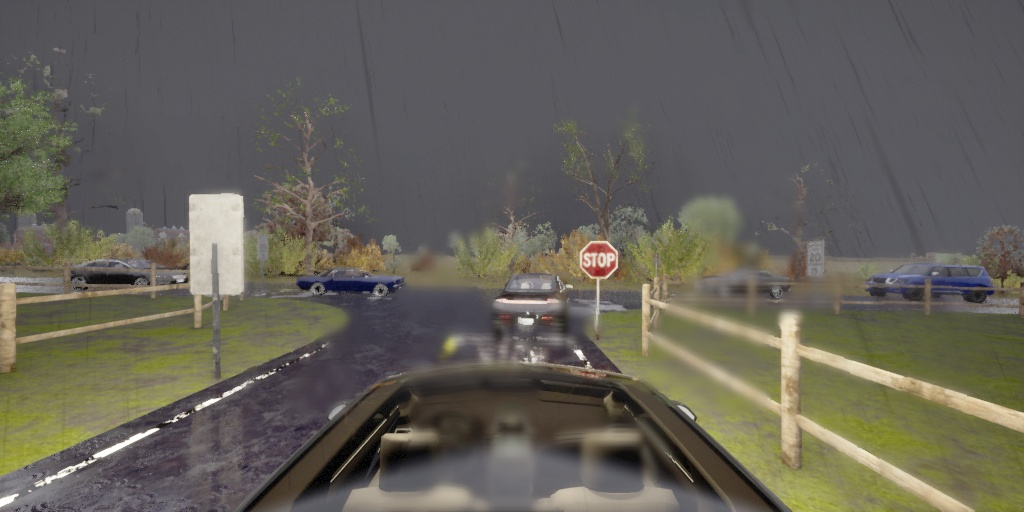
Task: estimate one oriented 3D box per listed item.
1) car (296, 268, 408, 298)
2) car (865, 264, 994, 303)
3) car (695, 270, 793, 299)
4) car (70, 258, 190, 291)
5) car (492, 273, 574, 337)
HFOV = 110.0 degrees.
[{"bbox_3d":[-7.572,1.231,17.364,4.718,1.301,1.895,1,1,0],"label":"car"},{"bbox_3d":[23.450,1.479,20.249,5.566,2.045,2.150,1,1,0],"label":"car"},{"bbox_3d":[13.020,1.525,20.271,4.902,1.511,2.128,1,1,0],"label":"car"},{"bbox_3d":[-18.513,0.882,17.388,4.902,1.511,2.128,1,1,0],"label":"car"},{"bbox_3d":[0.714,1.239,10.323,2.128,1.511,4.902,0,0,9],"label":"car"}]
